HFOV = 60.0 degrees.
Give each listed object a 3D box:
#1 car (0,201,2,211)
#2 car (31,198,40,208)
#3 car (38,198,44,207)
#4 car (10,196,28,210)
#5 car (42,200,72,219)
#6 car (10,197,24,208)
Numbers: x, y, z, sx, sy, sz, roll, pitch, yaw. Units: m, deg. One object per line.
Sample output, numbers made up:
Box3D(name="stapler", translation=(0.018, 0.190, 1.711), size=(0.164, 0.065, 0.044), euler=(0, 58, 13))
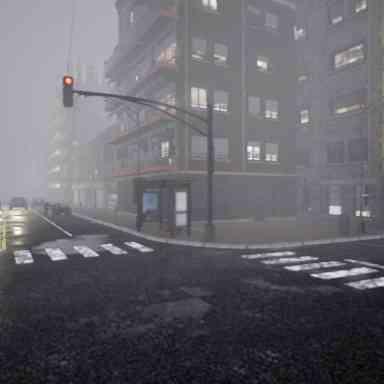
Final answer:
Box3D(name="car", translation=(-25.100, 1.491, 41.766), size=(2.097, 1.767, 4.553), euler=(0, 0, -29))
Box3D(name="car", translation=(-22.851, 1.574, 49.463), size=(1.967, 1.590, 4.097), euler=(-1, 0, -29))
Box3D(name="car", translation=(-14.613, 1.631, 34.687), size=(1.887, 1.381, 4.507), euler=(-1, 0, -29))
Box3D(name="car", translation=(-23.590, 1.486, 45.304), size=(2.097, 1.767, 4.553), euler=(0, 0, -29))
Box3D(name="car", translation=(-11.868, 1.622, 29.763), size=(2.008, 1.369, 4.403), euler=(-1, 0, -29))
Box3D(name="car", translation=(-28.363, 1.639, 53.837), size=(1.882, 1.535, 5.008), euler=(0, 0, -29))
